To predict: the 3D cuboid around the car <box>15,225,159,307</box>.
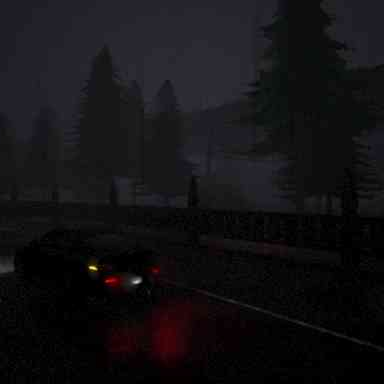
[{"bbox_3d":[-2.689,1.523,8.045,1.812,1.442,4.674,0,0,-45],"label":"car"}]
